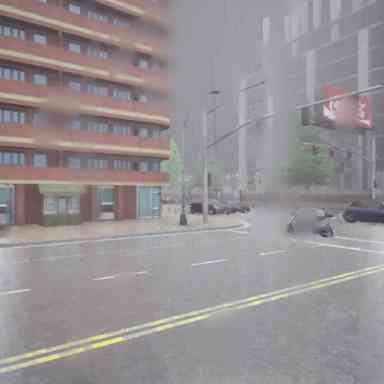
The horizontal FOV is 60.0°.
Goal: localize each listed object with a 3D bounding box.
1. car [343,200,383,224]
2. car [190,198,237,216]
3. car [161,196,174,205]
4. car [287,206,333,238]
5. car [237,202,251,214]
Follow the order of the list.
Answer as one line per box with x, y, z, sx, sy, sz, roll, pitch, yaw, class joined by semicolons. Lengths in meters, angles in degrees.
12.879;1.352;22.686;2.097;1.767;4.553;0;0;-35;car
1.794;1.352;32.414;2.097;1.767;4.553;0;0;-35;car
-4.919;1.526;60.662;1.812;1.442;4.674;0;0;-35;car
6.473;1.526;17.885;1.812;1.442;4.674;1;1;24;car
3.847;1.547;35.585;2.033;1.411;5.357;0;0;-35;car
